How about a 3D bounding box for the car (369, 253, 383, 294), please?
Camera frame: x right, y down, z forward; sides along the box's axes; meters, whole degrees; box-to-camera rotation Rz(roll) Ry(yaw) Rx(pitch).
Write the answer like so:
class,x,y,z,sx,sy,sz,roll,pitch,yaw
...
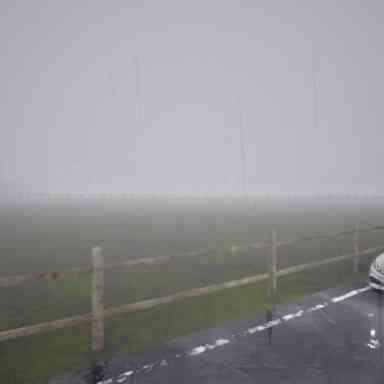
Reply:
class,x,y,z,sx,sy,sz,roll,pitch,yaw
car,5.915,1.518,7.705,4.674,1.442,1.812,0,0,-38
